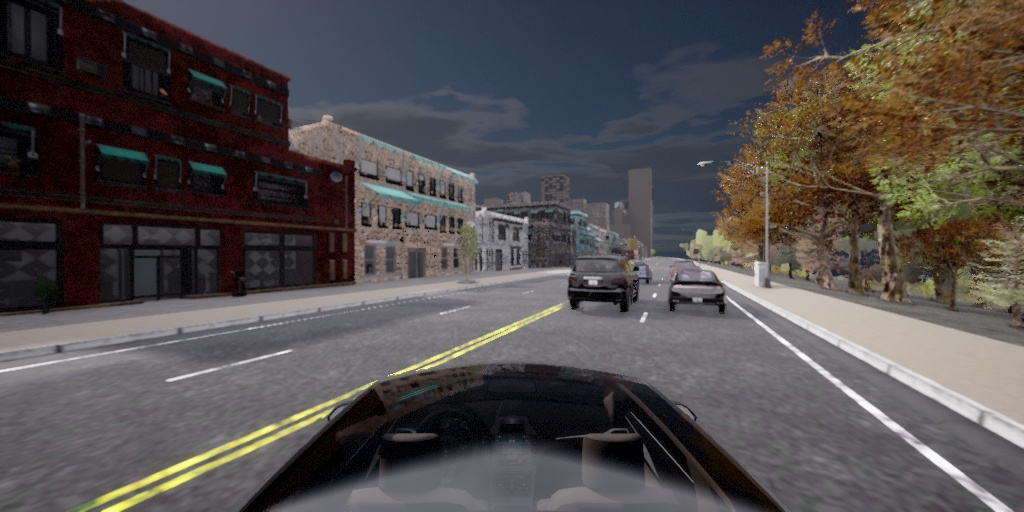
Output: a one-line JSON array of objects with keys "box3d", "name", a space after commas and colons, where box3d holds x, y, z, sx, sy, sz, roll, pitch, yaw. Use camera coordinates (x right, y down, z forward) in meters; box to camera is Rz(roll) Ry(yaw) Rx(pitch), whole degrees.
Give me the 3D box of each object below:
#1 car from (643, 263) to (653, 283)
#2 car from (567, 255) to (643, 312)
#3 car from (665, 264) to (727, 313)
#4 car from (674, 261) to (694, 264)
[{"box3d": [10.015, 1.340, 28.362, 2.033, 1.411, 5.357, 0, 0, 24], "name": "car"}, {"box3d": [3.886, 0.995, 14.738, 2.150, 2.045, 5.566, 0, 0, 24], "name": "car"}, {"box3d": [7.248, 1.264, 14.266, 2.128, 1.511, 4.902, 0, 0, 25], "name": "car"}, {"box3d": [13.363, 1.144, 27.857, 2.097, 1.767, 4.553, 0, 0, 25], "name": "car"}]
